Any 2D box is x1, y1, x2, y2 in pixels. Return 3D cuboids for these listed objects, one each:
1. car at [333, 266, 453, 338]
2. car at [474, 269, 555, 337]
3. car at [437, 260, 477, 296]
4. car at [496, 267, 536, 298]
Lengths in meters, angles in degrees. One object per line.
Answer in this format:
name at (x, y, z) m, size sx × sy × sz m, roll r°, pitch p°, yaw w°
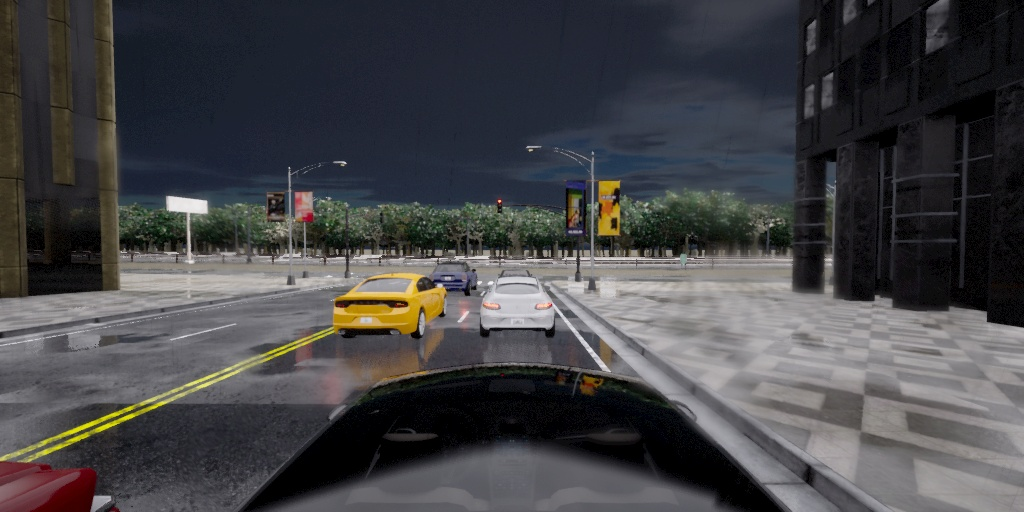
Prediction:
car at (-3.114, 1.223, 10.157) m, size 1.882 × 1.535 × 5.008 m, roll 0°, pitch 0°, yaw 0°
car at (0.138, 1.271, 10.166) m, size 1.812 × 1.442 × 4.674 m, roll 0°, pitch 0°, yaw 0°
car at (-3.072, 1.093, 19.339) m, size 2.097 × 1.767 × 4.553 m, roll 0°, pitch 0°, yaw 0°
car at (0.180, 1.342, 19.328) m, size 1.895 × 1.301 × 4.718 m, roll 0°, pitch 0°, yaw 0°
